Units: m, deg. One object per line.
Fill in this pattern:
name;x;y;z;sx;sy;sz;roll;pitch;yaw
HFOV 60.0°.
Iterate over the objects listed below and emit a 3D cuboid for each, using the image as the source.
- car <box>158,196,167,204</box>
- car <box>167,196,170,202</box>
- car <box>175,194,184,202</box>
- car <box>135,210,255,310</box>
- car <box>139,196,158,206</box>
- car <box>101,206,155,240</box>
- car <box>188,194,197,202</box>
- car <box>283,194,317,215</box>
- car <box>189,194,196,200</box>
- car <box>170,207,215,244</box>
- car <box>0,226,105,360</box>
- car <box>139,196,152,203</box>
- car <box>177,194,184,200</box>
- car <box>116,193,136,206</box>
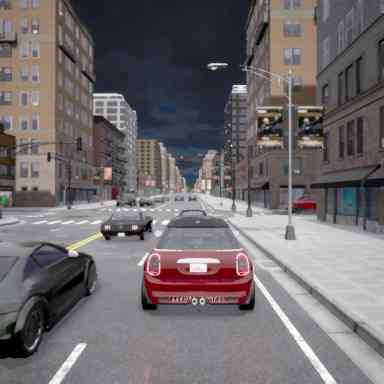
car;-6.399;1.551;63.148;1.994;1.385;4.181;0;0;1
car;-6.307;1.532;77.848;1.994;1.385;4.181;0;0;0
car;-3.055;1.530;78.290;1.994;1.385;4.181;0;0;0
car;0.119;1.352;7.960;2.097;1.767;4.553;0;0;0
car;-6.476;1.594;48.247;1.895;1.301;4.718;0;0;0
car;-3.109;1.600;16.899;1.895;1.301;4.718;0;0;0
car;0.195;1.333;78.252;2.097;1.767;4.553;0;0;0
car;12.344;1.251;34.476;5.566;2.045;2.150;-1;0;0
car;0.220;1.370;88.285;1.812;1.442;4.674;0;0;0
car;0.051;1.563;16.663;1.994;1.385;4.181;0;0;1
car;-3.121;1.563;5.942;1.994;1.385;4.181;0;0;-1
car;-9.579;1.531;68.703;2.033;1.411;5.357;0;0;0
car;-3.030;1.370;88.293;1.812;1.442;4.674;0;0;0
car;-9.719;1.215;49.587;2.150;2.045;5.566;0;0;0
